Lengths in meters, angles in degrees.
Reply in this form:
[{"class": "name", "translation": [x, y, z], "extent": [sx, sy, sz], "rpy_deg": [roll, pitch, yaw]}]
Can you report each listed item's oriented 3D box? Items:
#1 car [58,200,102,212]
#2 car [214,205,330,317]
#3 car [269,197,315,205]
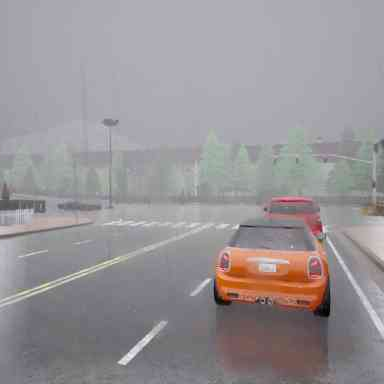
[{"class": "car", "translation": [-12.781, 1.598, 38.023], "extent": [4.718, 1.301, 1.895], "rpy_deg": [0, 0, 16]}, {"class": "car", "translation": [2.025, 1.352, 7.855], "extent": [2.097, 1.767, 4.553], "rpy_deg": [0, 0, 19]}, {"class": "car", "translation": [4.220, 1.221, 14.123], "extent": [2.150, 2.045, 5.566], "rpy_deg": [0, 0, 16]}]
